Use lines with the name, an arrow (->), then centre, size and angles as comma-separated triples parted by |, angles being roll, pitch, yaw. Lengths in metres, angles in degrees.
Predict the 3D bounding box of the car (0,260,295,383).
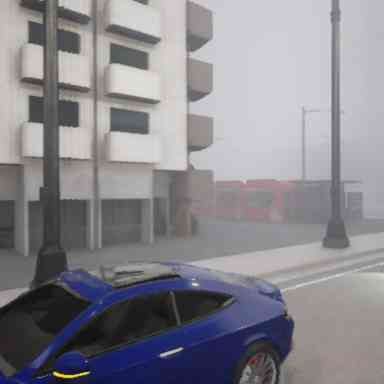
car -> -0.897, 1.521, 3.338 | 4.674, 1.442, 1.812 | 0, 0, -36
